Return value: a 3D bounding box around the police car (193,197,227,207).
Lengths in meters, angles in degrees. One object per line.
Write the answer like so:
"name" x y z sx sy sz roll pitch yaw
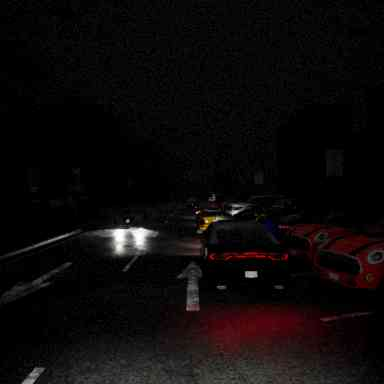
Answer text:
"police car" 1.227 1.453 25.170 1.930 1.638 5.238 0 0 0

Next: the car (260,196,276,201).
"car" 21.086 1.794 92.446 2.163 1.488 4.792 0 -1 -21

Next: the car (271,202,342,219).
"car" 5.365 1.366 11.349 4.553 1.767 2.185 1 0 -20

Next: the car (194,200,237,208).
"car" 1.207 1.471 19.250 1.801 1.575 5.366 0 0 0

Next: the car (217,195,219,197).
"car" 5.394 1.415 35.356 4.553 1.767 2.185 1 0 -20

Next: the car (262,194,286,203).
"car" 18.467 1.445 75.390 2.435 2.045 5.566 0 0 -21

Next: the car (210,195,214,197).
"car" 5.444 1.572 44.375 5.008 1.535 2.097 1 0 -20

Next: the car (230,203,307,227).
"car" 5.350 1.538 23.338 4.792 1.488 2.163 1 0 -20

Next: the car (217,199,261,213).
"car" 5.436 1.591 38.363 4.674 1.452 2.002 1 0 -20

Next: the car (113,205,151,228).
"car" -3.908 1.585 22.250 1.994 1.385 4.181 0 0 0

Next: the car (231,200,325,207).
"car" 5.192 1.497 20.281 5.366 1.575 1.946 1 0 -20

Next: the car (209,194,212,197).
"car" 5.483 1.376 59.413 5.566 2.045 2.435 1 0 -20

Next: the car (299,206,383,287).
"car" 5.355 1.363 8.348 4.553 1.767 2.185 1 0 -20

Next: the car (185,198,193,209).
"car" 0.100 1.574 47.140 1.882 1.535 5.008 0 0 1

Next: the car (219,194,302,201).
"car" 5.368 1.264 26.340 5.566 2.045 2.435 1 0 -20

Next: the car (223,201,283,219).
"car" 5.377 1.552 29.340 4.792 1.488 2.163 1 0 -20

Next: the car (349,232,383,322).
"car" 5.286 1.516 5.328 4.792 1.488 2.163 1 0 -20

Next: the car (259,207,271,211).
"car" 5.339 1.534 14.345 4.674 1.452 2.002 1 0 -20

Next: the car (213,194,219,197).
"car" 5.478 1.436 41.372 4.553 1.767 2.185 1 0 -20

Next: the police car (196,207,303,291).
"police car" 1.177 1.428 9.170 1.930 1.638 5.238 0 0 0

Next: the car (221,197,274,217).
"car" 5.383 1.405 32.354 4.553 1.767 2.185 1 0 -20
